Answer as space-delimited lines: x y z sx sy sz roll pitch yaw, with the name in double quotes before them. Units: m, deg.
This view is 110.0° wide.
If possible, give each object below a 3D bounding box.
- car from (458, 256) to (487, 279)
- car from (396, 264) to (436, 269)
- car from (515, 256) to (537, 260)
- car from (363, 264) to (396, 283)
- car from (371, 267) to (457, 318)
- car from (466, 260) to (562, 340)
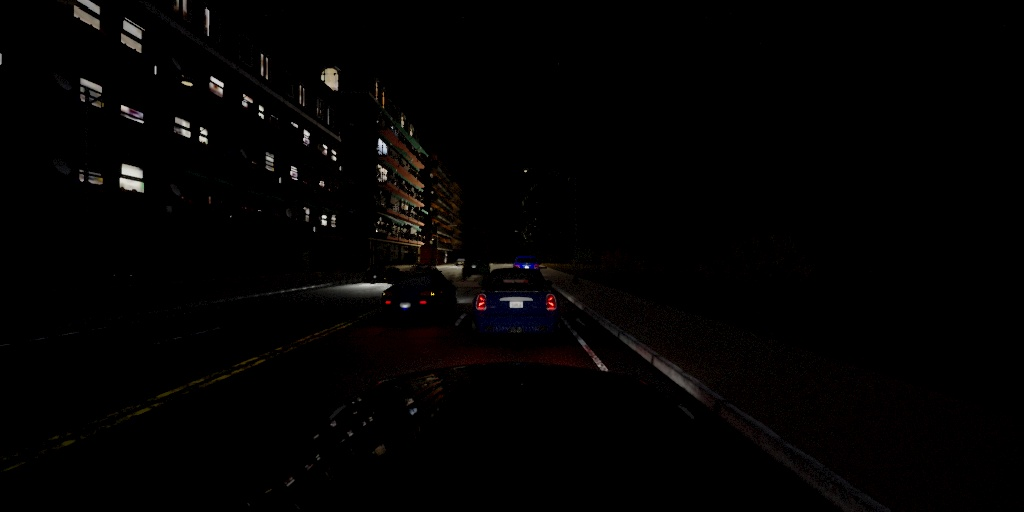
"car" -3.148 0.977 32.344 2.150 2.045 5.566 0 0 0
"car" -6.600 1.301 26.772 2.033 1.411 5.357 0 0 0
"car" 1.140 0.979 30.076 2.150 2.045 5.566 0 0 0
"car" -9.848 1.317 27.723 1.994 1.385 4.181 0 0 0
"car" -3.153 1.278 12.834 1.812 1.442 4.674 0 0 0
"car" 0.099 1.103 10.122 2.097 1.767 4.553 0 0 0
